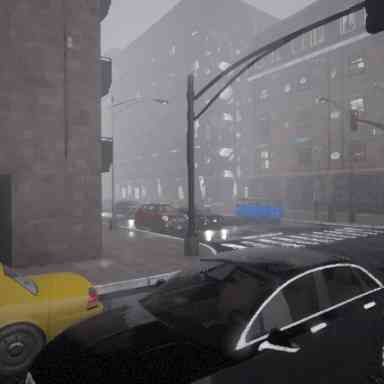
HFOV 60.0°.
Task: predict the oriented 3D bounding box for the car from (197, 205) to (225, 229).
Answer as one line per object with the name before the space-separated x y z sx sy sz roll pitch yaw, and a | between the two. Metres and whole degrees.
car | 0.210 1.544 21.571 1.994 1.385 4.181 -1 0 -36

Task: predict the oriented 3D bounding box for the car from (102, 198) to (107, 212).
car | -11.566 1.451 37.860 2.128 1.511 4.902 -1 0 -36

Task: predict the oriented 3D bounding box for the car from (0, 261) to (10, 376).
car | -3.585 1.526 4.011 4.829 1.417 1.752 0 0 -35

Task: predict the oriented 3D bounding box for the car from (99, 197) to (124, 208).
car | -11.650 1.461 47.838 1.887 1.381 4.507 -1 0 -36

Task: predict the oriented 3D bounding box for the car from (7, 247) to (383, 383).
car | 0.749 1.504 3.911 4.892 1.490 1.837 0 0 -35

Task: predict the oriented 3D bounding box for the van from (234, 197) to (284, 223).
van | 4.945 1.278 24.905 1.690 1.788 3.998 0 0 -36

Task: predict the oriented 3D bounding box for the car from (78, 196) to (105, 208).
car | -14.294 1.427 46.982 2.128 1.511 4.902 -1 0 -36

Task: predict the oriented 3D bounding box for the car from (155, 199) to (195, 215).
car | -1.793 1.447 34.216 1.752 1.417 4.829 0 0 -36

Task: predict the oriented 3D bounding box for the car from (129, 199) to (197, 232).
car | -1.855 1.439 20.008 1.967 1.590 4.097 0 0 -36

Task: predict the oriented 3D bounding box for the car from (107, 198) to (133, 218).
car | -5.626 1.492 29.636 1.812 1.442 4.674 -1 0 -36

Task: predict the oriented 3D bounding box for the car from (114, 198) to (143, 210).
car | -8.331 1.461 43.251 1.887 1.381 4.507 -1 0 -36
